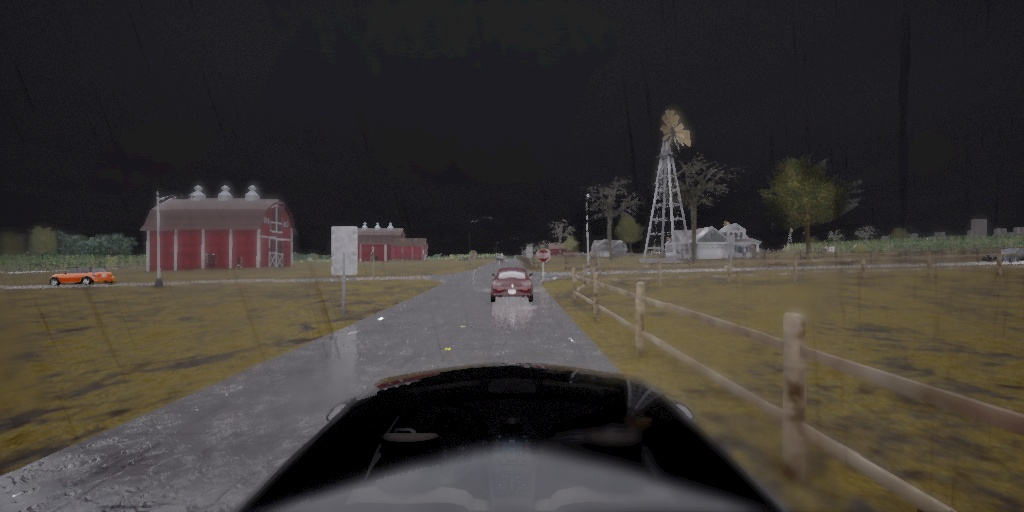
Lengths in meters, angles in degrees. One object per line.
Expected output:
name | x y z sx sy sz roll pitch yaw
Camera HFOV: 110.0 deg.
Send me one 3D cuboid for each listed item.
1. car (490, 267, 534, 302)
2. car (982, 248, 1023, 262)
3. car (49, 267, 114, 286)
car | 0.000 1.225 16.494 1.812 1.442 4.674 0 0 0
car | 49.090 -0.052 35.180 4.181 1.385 1.994 -1 -1 0
car | -41.848 1.944 34.890 4.553 1.767 2.097 -1 -1 0
